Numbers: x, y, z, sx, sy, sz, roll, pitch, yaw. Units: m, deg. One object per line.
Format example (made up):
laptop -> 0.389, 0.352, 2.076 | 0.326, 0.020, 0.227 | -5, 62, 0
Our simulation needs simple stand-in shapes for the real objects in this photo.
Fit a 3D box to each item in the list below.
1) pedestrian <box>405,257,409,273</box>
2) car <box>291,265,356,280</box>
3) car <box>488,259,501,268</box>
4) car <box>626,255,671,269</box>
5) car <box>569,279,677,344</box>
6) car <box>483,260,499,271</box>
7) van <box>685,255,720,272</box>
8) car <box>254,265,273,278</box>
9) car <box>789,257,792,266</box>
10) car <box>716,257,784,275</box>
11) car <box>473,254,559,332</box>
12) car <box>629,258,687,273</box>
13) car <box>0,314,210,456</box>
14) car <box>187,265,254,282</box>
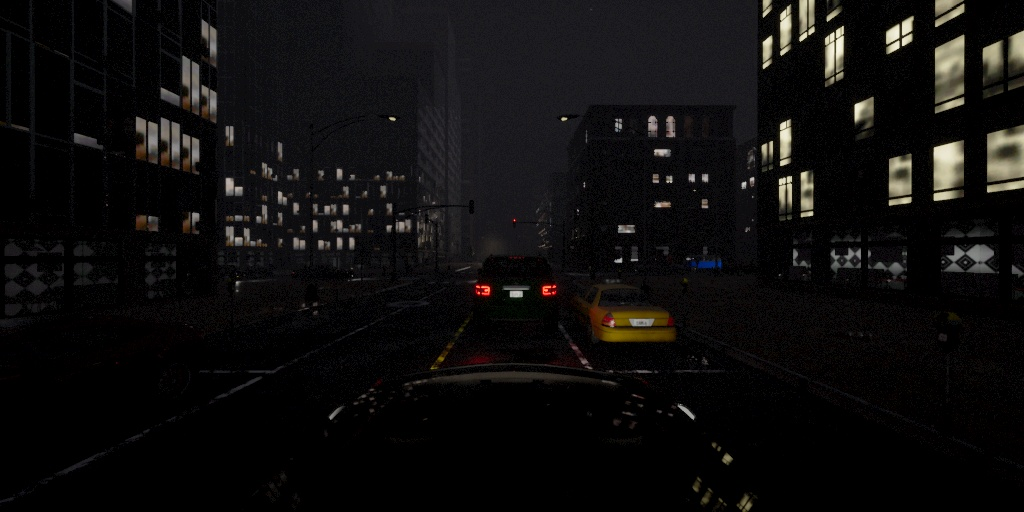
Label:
pedestrian -> -12.392, 1.020, 42.205 | 0.375, 1.860, 0.375 | 0, 1, -1
car -> -17.723, 1.515, 33.769 | 5.357, 1.411, 2.033 | -1, 0, -1
car -> -2.888, 1.300, 60.721 | 2.033, 1.411, 5.357 | 0, 0, 0
car -> 15.284, 0.844, 39.603 | 5.009, 1.841, 2.192 | 0, 0, -1
car -> 2.558, 1.275, 9.384 | 1.751, 1.417, 4.829 | 0, 0, 0
car -> -2.886, 1.299, 50.584 | 2.033, 1.411, 5.357 | 0, 0, -1
van -> 20.940, 0.799, 39.669 | 3.998, 1.789, 1.690 | 0, 0, -1
car -> -28.441, 1.649, 39.004 | 4.403, 1.370, 2.007 | 0, 0, -1
car -> 29.037, 0.851, 37.289 | 4.902, 1.511, 2.128 | -1, 0, 0
car -> 21.056, 1.019, 31.789 | 4.507, 1.381, 1.888 | 0, 0, -1
car -> 0.089, 0.971, 10.937 | 2.150, 2.045, 5.566 | 0, 0, 0
car -> 15.023, 1.138, 37.135 | 4.718, 1.301, 1.895 | -1, 0, -1
car -> -5.317, 1.332, 3.647 | 1.802, 1.307, 4.207 | 0, 0, 0
car -> -27.537, 1.603, 33.634 | 4.892, 1.490, 1.837 | -1, 0, -1
